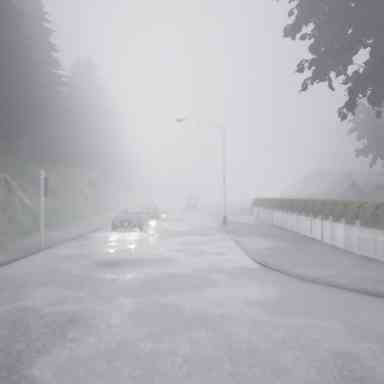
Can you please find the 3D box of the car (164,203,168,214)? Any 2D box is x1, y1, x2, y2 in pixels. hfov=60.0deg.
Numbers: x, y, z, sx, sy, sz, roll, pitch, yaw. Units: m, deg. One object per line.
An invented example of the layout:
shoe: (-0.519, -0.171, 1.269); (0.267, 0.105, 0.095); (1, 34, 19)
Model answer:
car: (-4.076, 1.953, 41.720); (1.812, 1.442, 4.674); (0, -1, 0)

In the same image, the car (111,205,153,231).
car: (-4.093, 1.795, 22.463); (1.994, 1.385, 4.181); (0, -1, 0)

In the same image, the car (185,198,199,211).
car: (-0.010, 2.020, 48.312); (1.812, 1.442, 4.674); (0, -1, 0)

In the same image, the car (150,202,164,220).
car: (-4.094, 1.891, 31.904); (1.994, 1.385, 4.181); (0, -1, 0)
